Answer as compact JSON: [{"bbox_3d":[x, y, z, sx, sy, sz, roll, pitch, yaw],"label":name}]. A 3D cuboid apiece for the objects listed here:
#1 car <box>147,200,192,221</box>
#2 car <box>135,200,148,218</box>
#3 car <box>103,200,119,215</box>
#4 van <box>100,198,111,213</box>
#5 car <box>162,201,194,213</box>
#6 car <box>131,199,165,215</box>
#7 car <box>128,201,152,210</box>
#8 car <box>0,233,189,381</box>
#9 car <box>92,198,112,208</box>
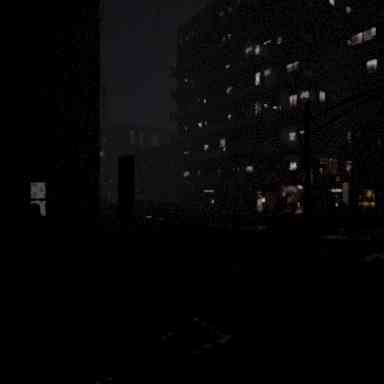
[{"bbox_3d":[-1.990,1.723,30.298,1.967,1.590,4.097,-1,0,-36],"label":"car"},{"bbox_3d":[-5.100,1.880,34.656,1.752,1.417,4.829,-1,0,-36],"label":"car"},{"bbox_3d":[-8.409,1.982,39.290,2.008,1.369,4.403,-1,0,-36],"label":"car"},{"bbox_3d":[-11.624,1.846,43.787,1.690,1.788,3.998,-1,0,-36],"label":"van"},{"bbox_3d":[-1.898,1.925,43.732,1.752,1.417,4.829,-1,0,-36],"label":"car"},{"bbox_3d":[-5.254,1.744,39.301,2.097,1.767,4.553,0,-1,-36],"label":"car"},{"bbox_3d":[-8.216,2.110,52.580,1.947,1.339,4.313,-1,0,-36],"label":"car"},{"bbox_3d":[-2.128,1.437,4.693,4.097,1.590,1.967,0,0,-36],"label":"car"},{"bbox_3d":[-17.847,2.078,66.060,2.192,1.841,5.009,-1,0,-36],"label":"car"}]
